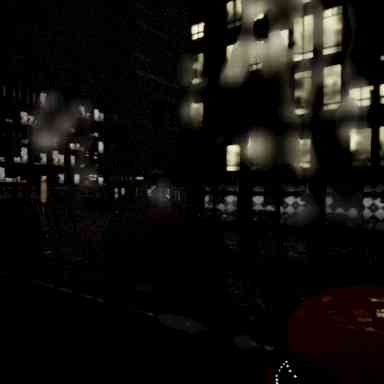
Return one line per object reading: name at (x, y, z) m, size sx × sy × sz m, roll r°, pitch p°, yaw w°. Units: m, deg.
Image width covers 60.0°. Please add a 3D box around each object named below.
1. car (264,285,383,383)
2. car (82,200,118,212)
car at (3.098, 1.222, 1.474) m, size 5.566 × 2.045 × 2.150 m, roll 0°, pitch 0°, yaw 35°
car at (-11.007, 1.677, 39.930) m, size 1.994 × 1.385 × 4.181 m, roll 1°, pitch 0°, yaw 37°
